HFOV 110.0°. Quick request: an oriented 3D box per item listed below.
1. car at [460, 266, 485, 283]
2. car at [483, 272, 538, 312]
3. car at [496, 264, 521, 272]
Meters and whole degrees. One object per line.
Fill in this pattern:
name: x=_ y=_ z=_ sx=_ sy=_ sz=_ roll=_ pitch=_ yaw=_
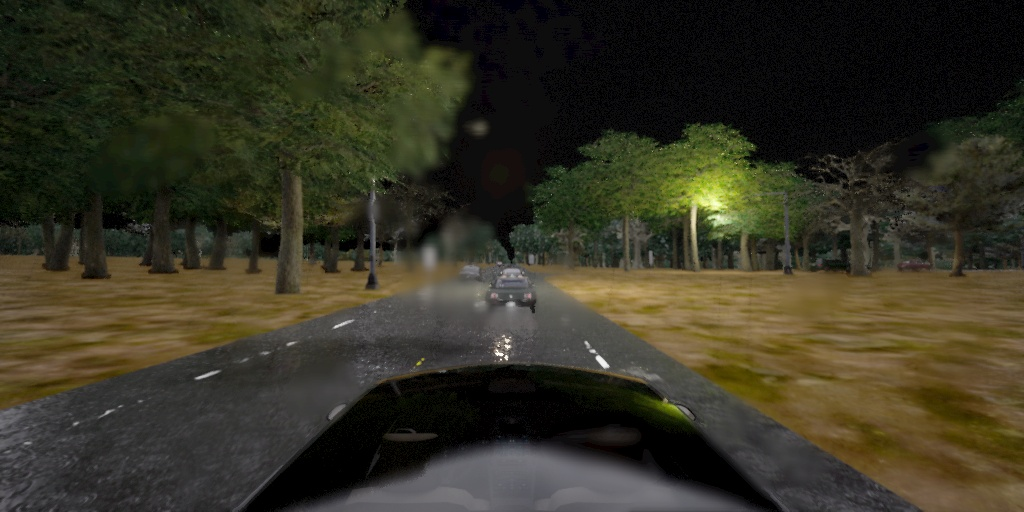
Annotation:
car: x=-3.508 y=1.632 z=32.426 sx=1.837 sy=1.490 sz=4.892 roll=0 pitch=-1 yaw=1
car: x=0.022 y=1.514 z=15.134 sx=1.895 sy=1.301 sz=4.718 roll=0 pitch=-1 yaw=0
car: x=0.021 y=1.636 z=29.414 sx=2.033 sy=1.411 sz=5.357 roll=0 pitch=-1 yaw=0
